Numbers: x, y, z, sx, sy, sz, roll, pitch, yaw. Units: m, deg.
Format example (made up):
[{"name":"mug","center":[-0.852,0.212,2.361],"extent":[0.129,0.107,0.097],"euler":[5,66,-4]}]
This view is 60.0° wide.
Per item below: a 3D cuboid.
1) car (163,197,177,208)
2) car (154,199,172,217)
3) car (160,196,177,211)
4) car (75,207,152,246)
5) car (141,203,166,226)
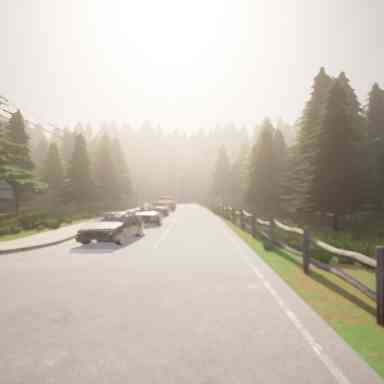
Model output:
[{"name":"car","center":[-3.640,1.740,55.659],"extent":[2.097,1.767,4.553],"euler":[0,0,-1]},{"name":"car","center":[-3.369,1.750,34.815],"extent":[1.837,1.490,4.892],"euler":[0,-1,-1]},{"name":"car","center":[-3.473,1.545,45.633],"extent":[2.150,2.045,5.566],"euler":[0,-1,-1]},{"name":"car","center":[-3.751,1.665,16.370],"extent":[2.033,1.411,5.357],"euler":[0,0,6]},{"name":"car","center":[-3.249,1.736,24.640],"extent":[1.994,1.385,4.181],"euler":[0,0,0]}]
